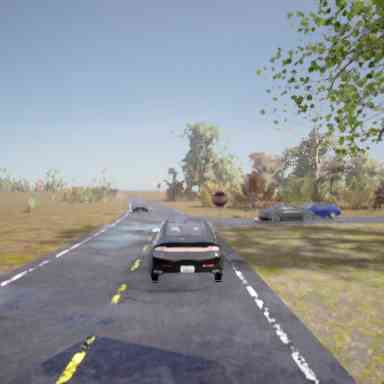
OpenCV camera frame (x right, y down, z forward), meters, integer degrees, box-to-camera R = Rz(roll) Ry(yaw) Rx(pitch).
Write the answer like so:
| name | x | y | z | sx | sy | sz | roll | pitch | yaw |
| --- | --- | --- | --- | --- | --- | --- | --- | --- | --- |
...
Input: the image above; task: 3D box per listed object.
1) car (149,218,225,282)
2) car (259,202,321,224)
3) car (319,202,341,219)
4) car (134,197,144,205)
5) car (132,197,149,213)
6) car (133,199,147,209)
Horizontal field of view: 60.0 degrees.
| name | x | y | z | sx | sy | sz | roll | pitch | yaw |
| --- | --- | --- | --- | --- | --- | --- | --- | --- | --- |
| car | -0.190 | 1.523 | 9.862 | 2.128 | 1.511 | 4.902 | 0 | 0 | -2 |
| car | 7.292 | 1.655 | 25.635 | 4.181 | 1.385 | 1.994 | 0 | 0 | -13 |
| car | 10.895 | 1.644 | 29.584 | 4.674 | 1.442 | 1.812 | 0 | 0 | -10 |
| car | -10.095 | 1.709 | 62.769 | 1.812 | 1.442 | 4.674 | 0 | 0 | -10 |
| car | -6.151 | 1.667 | 39.779 | 2.033 | 1.411 | 5.357 | 0 | 0 | -8 |
| car | -7.739 | 1.711 | 49.675 | 1.994 | 1.385 | 4.181 | 0 | 0 | -10 |
